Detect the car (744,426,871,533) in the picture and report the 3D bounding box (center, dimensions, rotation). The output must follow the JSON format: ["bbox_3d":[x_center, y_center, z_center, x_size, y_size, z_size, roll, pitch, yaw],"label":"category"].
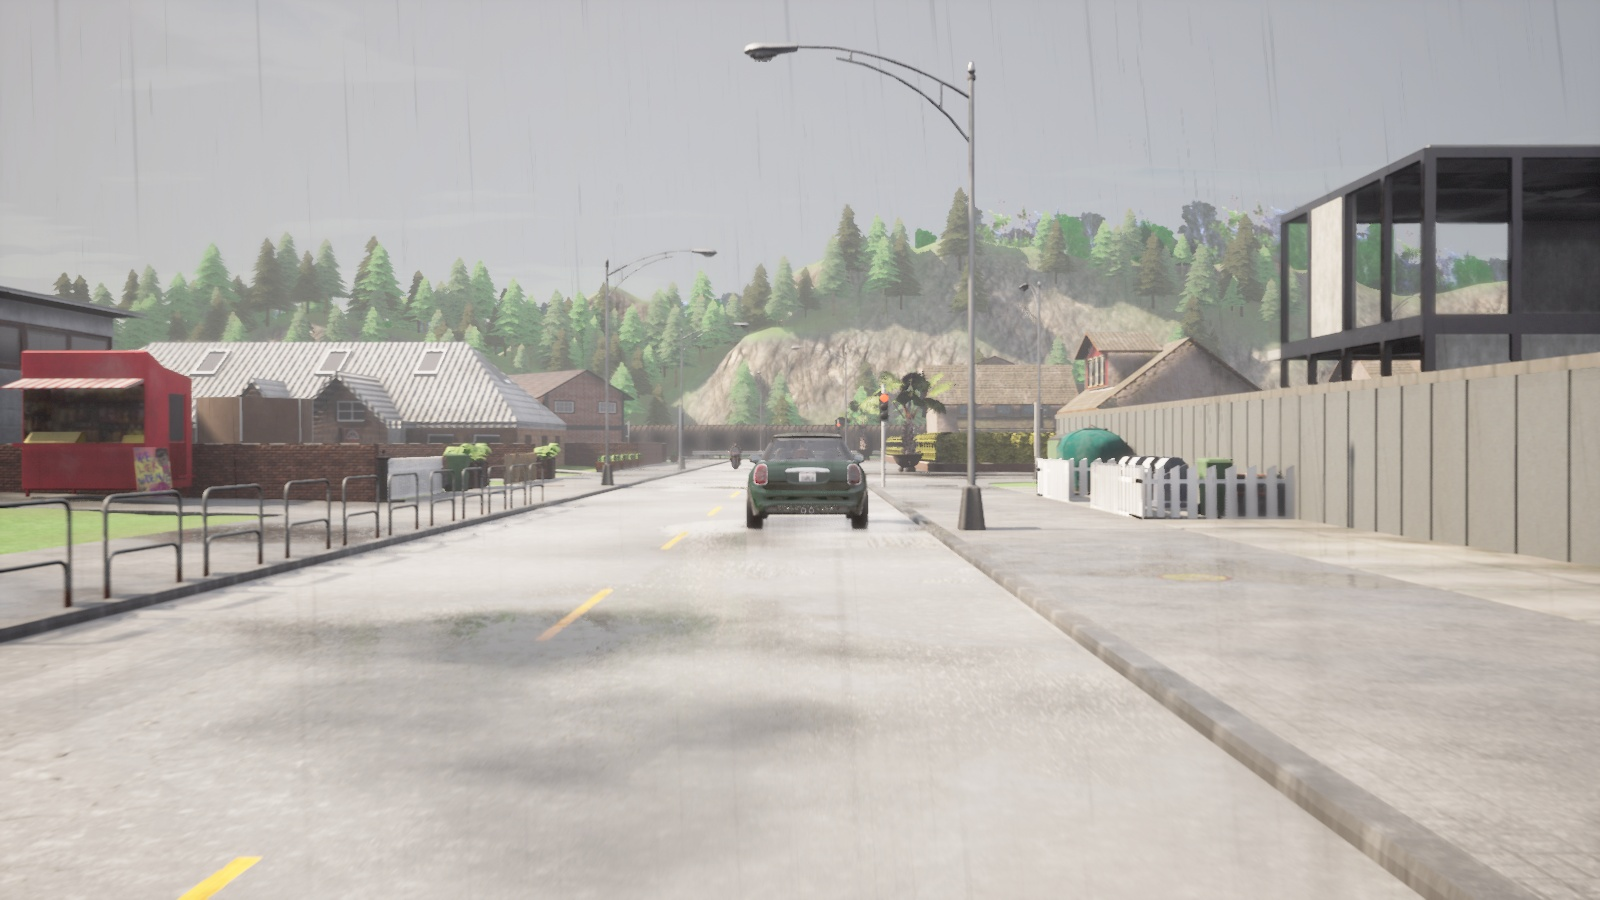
[{"bbox_3d":[0.133,0.475,23.074,2.097,1.767,4.553,0,0,0],"label":"car"}]

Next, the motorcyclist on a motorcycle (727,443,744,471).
[{"bbox_3d":[-3.627,0.379,70.808,0.866,1.530,2.191,0,1,0],"label":"motorcyclist on a motorcycle"}]
